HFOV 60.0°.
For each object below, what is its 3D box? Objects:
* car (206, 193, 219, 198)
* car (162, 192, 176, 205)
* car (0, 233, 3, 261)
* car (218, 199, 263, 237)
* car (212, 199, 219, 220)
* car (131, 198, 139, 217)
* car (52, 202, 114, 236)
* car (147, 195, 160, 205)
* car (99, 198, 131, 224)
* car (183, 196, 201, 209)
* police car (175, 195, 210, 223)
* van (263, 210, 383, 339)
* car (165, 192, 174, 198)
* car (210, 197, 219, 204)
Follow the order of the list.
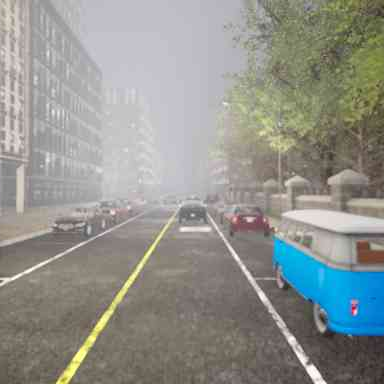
[{"bbox_3d":[2.607,0.982,44.616,2.192,1.841,5.009,1,0,0],"label":"car"},{"bbox_3d":[-3.143,1.162,48.351,1.812,1.442,4.674,0,0,0],"label":"car"},{"bbox_3d":[-5.694,1.271,6.287,2.192,1.841,5.009,1,0,0],"label":"car"},{"bbox_3d":[2.663,1.319,17.224,1.967,1.590,4.097,1,0,0],"label":"car"},{"bbox_3d":[2.650,1.404,22.704,1.947,1.339,4.313,1,0,0],"label":"car"},{"bbox_3d":[-5.740,1.237,28.186,1.967,1.590,4.097,1,0,0],"label":"car"},{"bbox_3d":[-5.719,1.429,17.237,2.008,1.369,4.403,1,0,0],"label":"car"},{"bbox_3d":[-5.787,1.174,50.083,2.008,1.369,4.403,1,0,0],"label":"car"},{"bbox_3d":[-5.729,1.278,22.712,1.967,1.590,4.097,1,0,0],"label":"car"},{"bbox_3d":[0.013,1.240,41.529,2.033,1.411,5.357,0,0,0],"label":"car"},{"bbox_3d":[0.050,1.255,23.847,1.930,1.638,5.238,0,0,0],"label":"police car"},{"bbox_3d":[2.686,1.298,6.266,1.690,1.788,3.998,1,0,0],"label":"van"},{"bbox_3d":[-5.864,0.730,88.024,1.967,1.590,4.097,1,1,0],"label":"car"},{"bbox_3d":[2.639,1.379,28.182,1.802,1.307,4.206,1,0,0],"label":"car"}]
